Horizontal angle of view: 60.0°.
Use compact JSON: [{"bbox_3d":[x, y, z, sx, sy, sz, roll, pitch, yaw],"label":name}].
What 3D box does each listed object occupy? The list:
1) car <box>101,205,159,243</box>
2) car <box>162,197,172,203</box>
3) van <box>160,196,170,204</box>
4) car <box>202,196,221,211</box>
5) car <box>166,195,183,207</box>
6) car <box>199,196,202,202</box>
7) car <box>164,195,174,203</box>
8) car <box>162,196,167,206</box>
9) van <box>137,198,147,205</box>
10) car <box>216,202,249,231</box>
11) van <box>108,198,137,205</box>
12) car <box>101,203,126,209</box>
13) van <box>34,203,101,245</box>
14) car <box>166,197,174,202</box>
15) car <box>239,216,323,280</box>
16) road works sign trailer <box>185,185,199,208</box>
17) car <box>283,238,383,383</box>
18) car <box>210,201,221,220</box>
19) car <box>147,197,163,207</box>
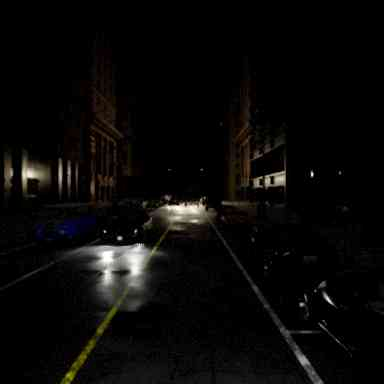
[{"bbox_3d":[-3.103,1.622,16.942,2.033,1.411,5.357,0,0,0],"label":"car"},{"bbox_3d":[-5.769,1.920,77.249,2.008,1.369,4.403,0,0,0],"label":"car"},{"bbox_3d":[-5.768,1.681,71.632,1.690,1.788,3.998,0,0,0],"label":"van"},{"bbox_3d":[2.759,1.512,43.551,2.192,1.841,5.009,0,0,0],"label":"car"},{"bbox_3d":[-3.064,1.768,56.884,1.837,1.490,4.892,0,0,0],"label":"car"},{"bbox_3d":[2.757,1.832,60.405,2.008,1.369,4.403,0,0,0],"label":"car"},{"bbox_3d":[-5.769,1.714,82.868,2.192,1.841,5.009,0,0,0],"label":"car"},{"bbox_3d":[-5.767,1.804,54.781,2.008,1.369,4.403,0,0,0],"label":"car"},{"bbox_3d":[-5.765,1.485,32.304,1.690,1.788,3.998,0,0,0],"label":"van"},{"bbox_3d":[2.761,1.619,21.245,1.752,1.417,4.829,0,0,0],"label":"car"},{"bbox_3d":[-5.764,1.460,26.685,1.690,1.788,3.998,0,0,0],"label":"van"},{"bbox_3d":[-5.764,1.638,21.066,1.887,1.381,4.507,0,0,0],"label":"car"},{"bbox_3d":[-5.763,1.409,15.448,1.690,1.788,3.998,0,0,0],"label":"van"},{"bbox_3d":[-5.770,1.953,88.316,1.752,1.417,4.829,0,0,0],"label":"car"},{"bbox_3d":[2.762,1.609,9.837,1.947,1.339,4.313,0,0,0],"label":"car"},{"bbox_3d":[-0.005,0.712,53.777,2.380,3.560,2.880,0,0,0],"label":"road works sign trailer"},{"bbox_3d":[2.763,1.585,4.219,1.947,1.339,4.313,0,0,0],"label":"car"},{"bbox_3d":[2.761,1.684,26.693,1.947,1.339,4.313,0,0,0],"label":"car"},{"bbox_3d":[-5.767,1.750,48.987,1.752,1.417,4.829,0,0,0],"label":"car"}]
